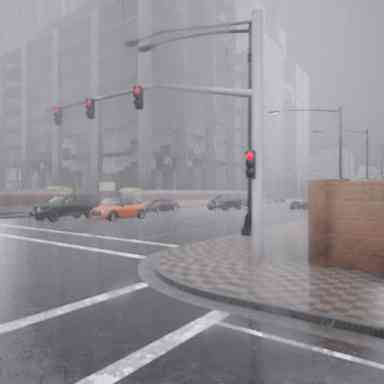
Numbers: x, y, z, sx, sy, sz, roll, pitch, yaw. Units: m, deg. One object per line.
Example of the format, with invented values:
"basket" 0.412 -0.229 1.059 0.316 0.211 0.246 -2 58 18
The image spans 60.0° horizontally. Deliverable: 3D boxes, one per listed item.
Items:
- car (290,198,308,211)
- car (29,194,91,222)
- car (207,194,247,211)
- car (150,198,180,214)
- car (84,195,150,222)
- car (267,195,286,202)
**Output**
"car" 13.649 1.521 41.229 1.812 1.442 4.674 0 0 36
"car" -10.029 1.212 26.734 2.150 2.045 5.566 0 0 36
"car" 4.040 1.213 40.216 2.150 2.045 5.566 0 0 36
"car" -3.320 1.493 36.014 1.837 1.490 4.892 0 1 36
"car" -5.861 1.344 26.523 2.097 1.767 4.553 0 0 36
"car" 13.489 1.170 53.127 1.812 1.442 4.674 0 0 36
